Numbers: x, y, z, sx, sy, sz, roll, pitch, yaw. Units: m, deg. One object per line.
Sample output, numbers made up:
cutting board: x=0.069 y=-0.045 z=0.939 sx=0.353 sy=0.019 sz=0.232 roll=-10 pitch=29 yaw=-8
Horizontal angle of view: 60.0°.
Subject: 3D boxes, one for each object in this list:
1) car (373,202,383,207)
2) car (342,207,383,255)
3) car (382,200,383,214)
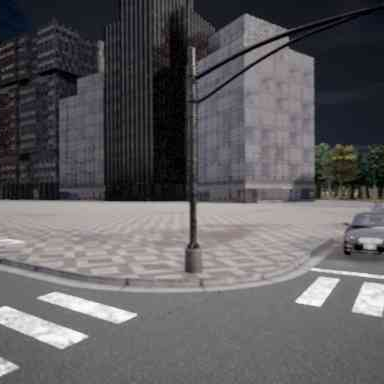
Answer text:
car: x=12.072 y=1.597 z=20.841 sx=1.837 sy=1.490 sz=4.892 roll=-1 pitch=0 yaw=32
car: x=7.165 y=1.551 z=13.041 sx=2.128 sy=1.511 sz=4.902 roll=-1 pitch=-1 yaw=32
car: x=22.615 y=1.659 z=37.541 sx=1.837 sy=1.490 sz=4.892 roll=-1 pitch=0 yaw=32
